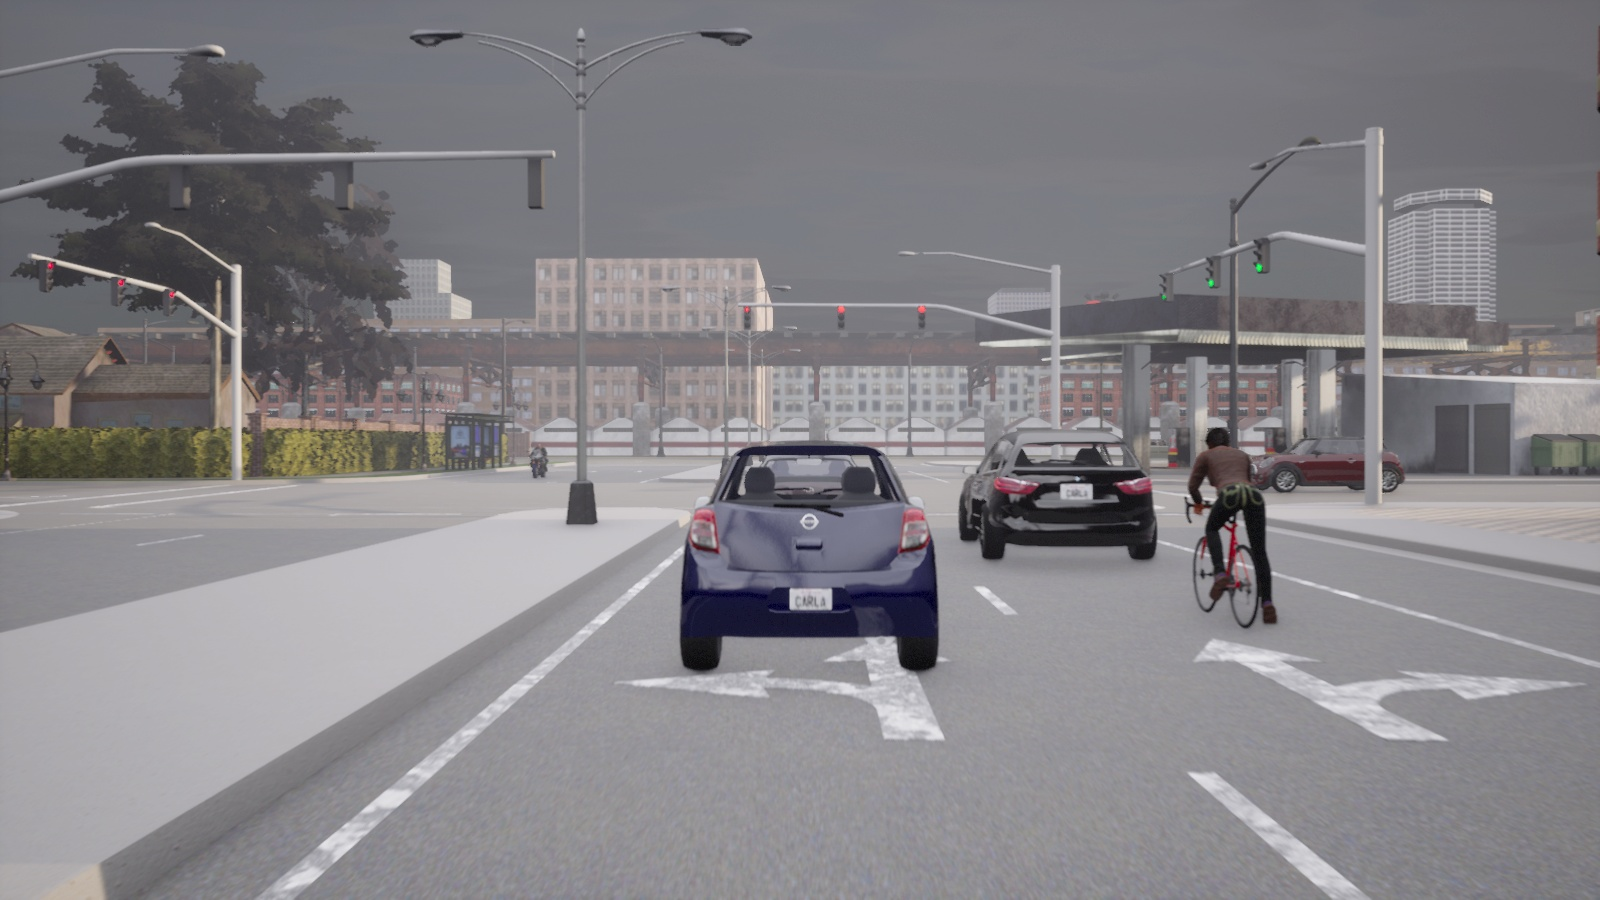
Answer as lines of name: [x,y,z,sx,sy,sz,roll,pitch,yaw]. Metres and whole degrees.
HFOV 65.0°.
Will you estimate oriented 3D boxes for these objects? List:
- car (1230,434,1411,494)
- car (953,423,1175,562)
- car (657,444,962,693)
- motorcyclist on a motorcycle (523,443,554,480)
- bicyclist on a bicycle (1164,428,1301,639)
car: [15.576,0.405,37.752,4.553,1.767,2.097,0,0,-1]
car: [3.457,0.495,17.438,2.242,1.667,4.611,0,0,2]
car: [0.068,0.707,9.415,1.845,1.501,3.633,0,0,0]
motorcyclist on a motorcycle: [-11.179,0.470,53.757,0.866,1.530,2.191,0,0,0]
bicyclist on a bicycle: [3.572,0.643,10.510,0.582,1.620,1.656,0,0,0]
